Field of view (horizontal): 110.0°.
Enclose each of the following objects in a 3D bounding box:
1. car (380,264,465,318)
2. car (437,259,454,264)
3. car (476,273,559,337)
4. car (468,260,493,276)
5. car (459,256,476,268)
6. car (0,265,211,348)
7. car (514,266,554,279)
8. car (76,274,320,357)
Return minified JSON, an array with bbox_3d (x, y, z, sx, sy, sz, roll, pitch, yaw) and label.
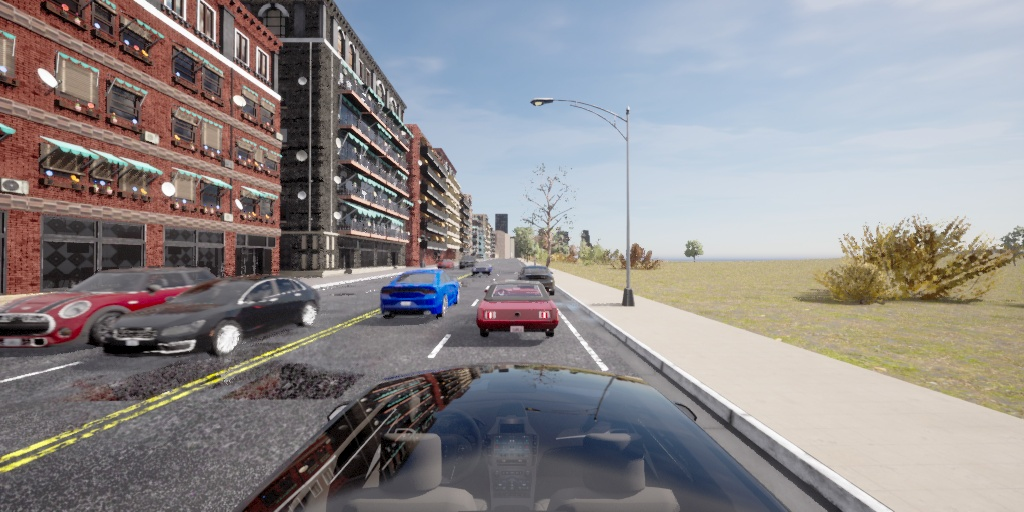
[{"bbox_3d":[-3.104,1.229,12.970,1.882,1.535,5.008,0,0,0],"label":"car"},{"bbox_3d":[-9.626,1.228,52.162,1.882,1.535,5.008,0,0,0],"label":"car"},{"bbox_3d":[0.135,1.352,10.246,1.895,1.301,4.718,0,0,0],"label":"car"},{"bbox_3d":[-2.998,1.353,36.837,1.895,1.301,4.718,0,0,0],"label":"car"},{"bbox_3d":[-6.378,0.972,52.224,2.150,2.045,5.566,0,0,0],"label":"car"},{"bbox_3d":[-9.819,1.103,9.298,2.097,1.767,4.553,0,0,0],"label":"car"},{"bbox_3d":[1.213,1.257,19.446,1.837,1.490,4.892,0,0,0],"label":"car"},{"bbox_3d":[-6.573,1.256,8.644,1.837,1.490,4.892,0,0,0],"label":"car"}]
